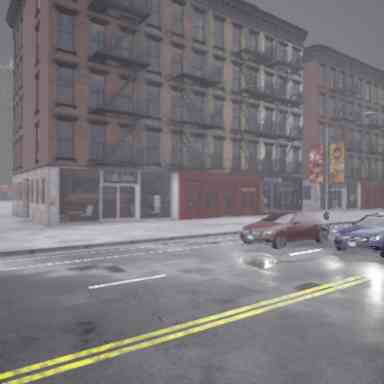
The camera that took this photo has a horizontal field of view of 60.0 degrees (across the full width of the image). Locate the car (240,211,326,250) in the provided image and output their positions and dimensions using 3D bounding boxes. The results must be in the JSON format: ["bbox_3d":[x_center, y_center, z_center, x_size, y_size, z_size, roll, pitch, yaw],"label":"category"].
[{"bbox_3d":[4.230,1.564,14.686,4.674,1.442,1.812,0,0,-35],"label":"car"}]

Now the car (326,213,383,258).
[{"bbox_3d":[7.515,1.570,13.038,4.674,1.442,1.812,0,0,-35],"label":"car"}]
